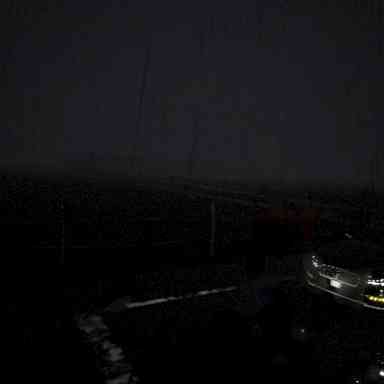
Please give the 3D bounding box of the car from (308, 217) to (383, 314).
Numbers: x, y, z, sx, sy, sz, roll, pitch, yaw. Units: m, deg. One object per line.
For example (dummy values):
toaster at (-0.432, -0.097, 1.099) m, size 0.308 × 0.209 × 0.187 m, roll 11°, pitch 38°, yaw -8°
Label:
car at (4.452, 1.241, 6.565) m, size 4.892 × 1.490 × 1.837 m, roll 0°, pitch 4°, yaw -29°
